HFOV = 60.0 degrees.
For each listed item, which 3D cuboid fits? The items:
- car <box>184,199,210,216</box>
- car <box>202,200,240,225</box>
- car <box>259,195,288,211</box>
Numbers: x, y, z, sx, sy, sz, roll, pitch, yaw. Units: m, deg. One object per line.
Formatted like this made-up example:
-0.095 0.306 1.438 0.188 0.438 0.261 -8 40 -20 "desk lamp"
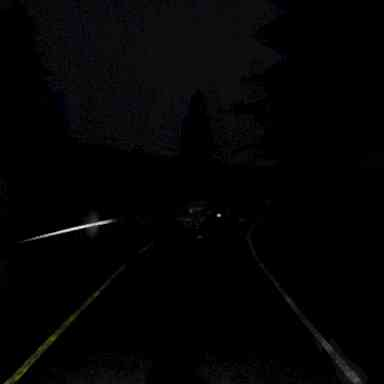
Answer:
0.866 1.423 31.094 2.128 1.511 4.902 0 0 24 "car"
2.281 1.512 23.853 1.994 1.385 4.181 0 0 14 "car"
9.710 1.273 39.342 2.097 1.767 4.553 0 0 35 "car"
